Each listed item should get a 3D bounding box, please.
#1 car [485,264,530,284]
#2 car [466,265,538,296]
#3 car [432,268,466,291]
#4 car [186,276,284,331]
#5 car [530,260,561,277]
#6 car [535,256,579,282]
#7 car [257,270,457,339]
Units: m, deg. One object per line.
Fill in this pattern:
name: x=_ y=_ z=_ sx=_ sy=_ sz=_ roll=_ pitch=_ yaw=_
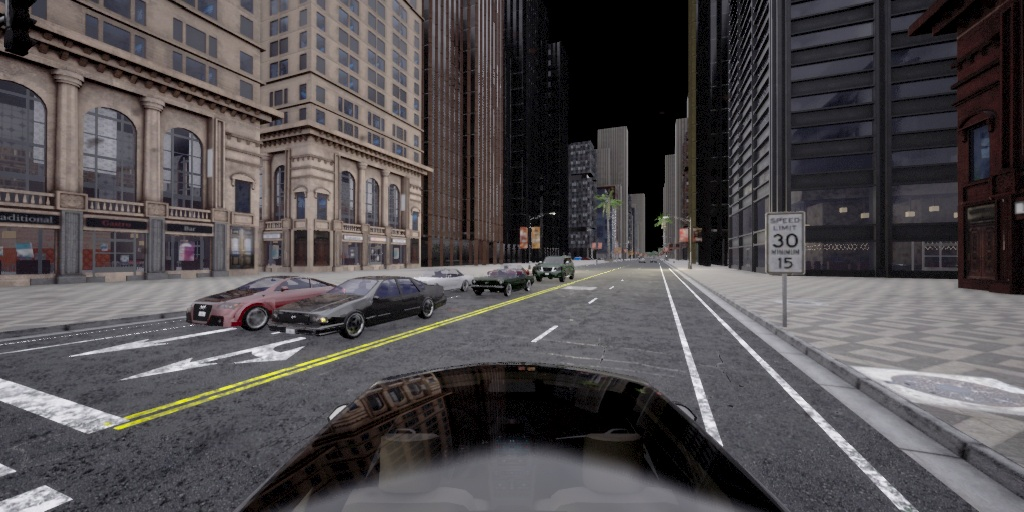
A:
car: x=-0.224 y=1.363 z=28.459 sx=1.895 sy=1.301 sz=4.718 roll=0 pitch=0 yaw=22
car: x=-0.384 y=1.357 z=19.412 sx=1.895 sy=1.301 sz=4.718 roll=0 pitch=0 yaw=22
car: x=-3.967 y=1.356 z=19.227 sx=1.895 sy=1.301 sz=4.718 roll=0 pitch=0 yaw=22
car: x=-7.254 y=1.315 z=11.106 sx=1.994 sy=1.385 sz=4.181 roll=0 pitch=0 yaw=22
car: x=3.645 y=1.250 z=37.903 sx=1.882 sy=1.535 sz=5.008 roll=0 pitch=0 yaw=23
car: x=3.637 y=0.986 z=29.324 sx=2.150 sy=2.045 sz=5.566 roll=0 pitch=0 yaw=22
car: x=-3.986 y=1.299 z=10.525 sx=2.033 sy=1.411 sz=5.357 roll=0 pitch=0 yaw=22
